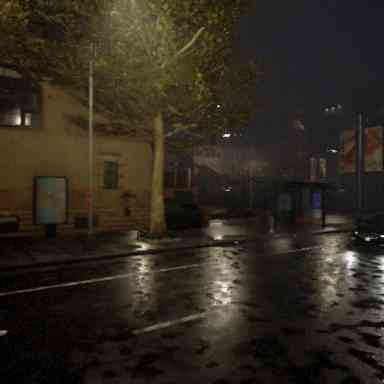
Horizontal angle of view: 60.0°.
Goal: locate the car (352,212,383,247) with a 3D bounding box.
[{"bbox_3d":[8.897,1.635,14.510,4.892,1.490,1.837,1,0,-35],"label":"car"}]
